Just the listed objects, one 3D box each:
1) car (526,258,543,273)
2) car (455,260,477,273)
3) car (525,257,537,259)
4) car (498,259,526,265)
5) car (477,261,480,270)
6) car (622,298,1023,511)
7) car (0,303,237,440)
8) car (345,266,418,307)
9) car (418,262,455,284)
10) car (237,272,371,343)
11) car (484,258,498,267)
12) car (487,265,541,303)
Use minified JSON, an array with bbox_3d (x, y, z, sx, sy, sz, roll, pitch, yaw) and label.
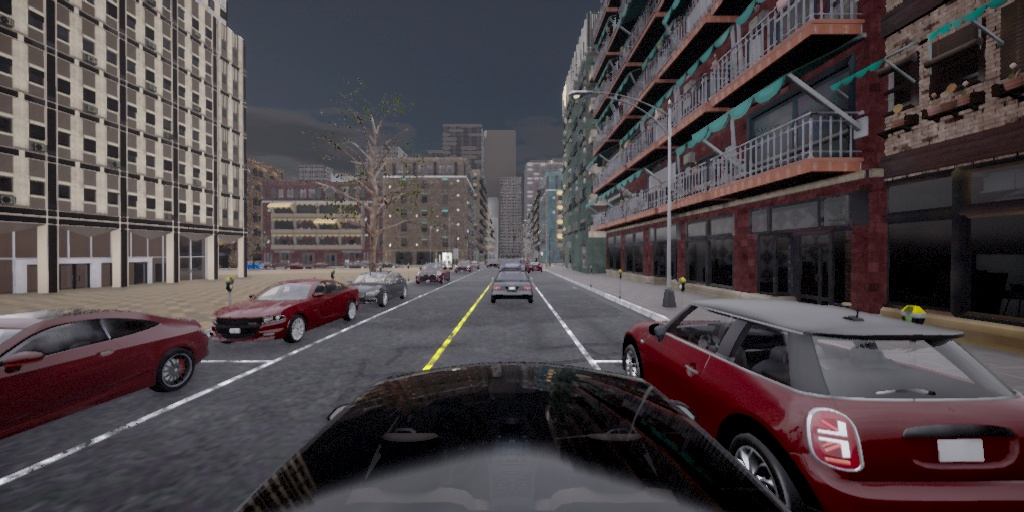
[{"bbox_3d":[2.690,1.298,42.776,1.888,1.381,4.507,0,0,0],"label":"car"},{"bbox_3d":[-5.692,1.192,42.777,1.967,1.591,4.097,0,0,0],"label":"car"},{"bbox_3d":[2.690,1.070,48.304,2.192,1.841,5.009,0,0,0],"label":"car"},{"bbox_3d":[0.000,1.234,31.502,1.882,1.535,5.008,0,0,0],"label":"car"},{"bbox_3d":[-5.692,1.341,53.833,1.802,1.307,4.207,0,0,0],"label":"car"},{"bbox_3d":[2.689,1.186,4.084,1.967,1.591,4.097,0,0,0],"label":"car"},{"bbox_3d":[-5.692,1.328,4.085,1.802,1.307,4.207,0,0,0],"label":"car"},{"bbox_3d":[-5.692,1.296,15.139,2.007,1.370,4.403,0,0,0],"label":"car"},{"bbox_3d":[-5.692,1.186,26.195,1.967,1.591,4.097,0,0,0],"label":"car"},{"bbox_3d":[-5.692,1.291,9.612,1.888,1.381,4.507,0,0,0],"label":"car"},{"bbox_3d":[-3.000,1.167,58.523,2.097,1.767,4.553,0,0,0],"label":"car"},{"bbox_3d":[0.000,1.310,16.502,2.033,1.411,5.357,0,0,0],"label":"car"}]
